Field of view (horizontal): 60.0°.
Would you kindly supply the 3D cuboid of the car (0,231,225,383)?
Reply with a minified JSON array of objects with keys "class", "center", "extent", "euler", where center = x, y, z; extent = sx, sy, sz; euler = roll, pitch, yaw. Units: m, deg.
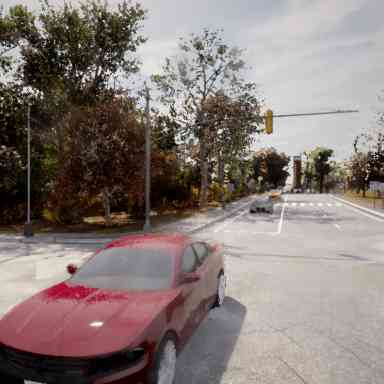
[{"class":"car","center":[-0.714,1.487,5.373],"extent":[1.882,1.535,5.008],"euler":[0,0,16]}]

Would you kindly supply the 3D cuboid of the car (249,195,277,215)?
[{"class":"car","center":[6.363,1.308,30.105],"extent":[1.994,1.385,4.181],"euler":[0,2,16]}]

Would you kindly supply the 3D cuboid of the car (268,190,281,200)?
[{"class":"car","center":[13.439,0.421,54.084],"extent":[1.882,1.535,5.008],"euler":[0,2,17]}]
